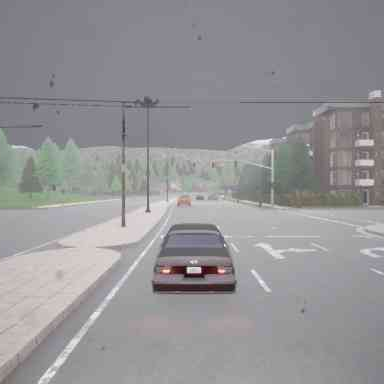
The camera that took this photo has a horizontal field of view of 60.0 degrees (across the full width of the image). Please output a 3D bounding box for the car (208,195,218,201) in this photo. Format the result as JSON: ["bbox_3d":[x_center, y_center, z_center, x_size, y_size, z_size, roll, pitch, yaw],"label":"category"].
[{"bbox_3d":[5.566,1.539,85.517,2.033,1.411,5.357,0,0,0],"label":"car"}]

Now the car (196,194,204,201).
[{"bbox_3d":[2.066,1.477,85.513,1.882,1.535,5.008,0,0,0],"label":"car"}]

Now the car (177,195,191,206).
[{"bbox_3d":[-1.302,1.352,54.653,2.097,1.767,4.553,0,0,-1],"label":"car"}]

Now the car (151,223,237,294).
[{"bbox_3d":[0.051,1.547,8.906,2.033,1.411,5.357,0,0,0],"label":"car"}]

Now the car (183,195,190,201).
[{"bbox_3d":[-1.434,1.523,85.478,1.812,1.442,4.674,0,0,0],"label":"car"}]
